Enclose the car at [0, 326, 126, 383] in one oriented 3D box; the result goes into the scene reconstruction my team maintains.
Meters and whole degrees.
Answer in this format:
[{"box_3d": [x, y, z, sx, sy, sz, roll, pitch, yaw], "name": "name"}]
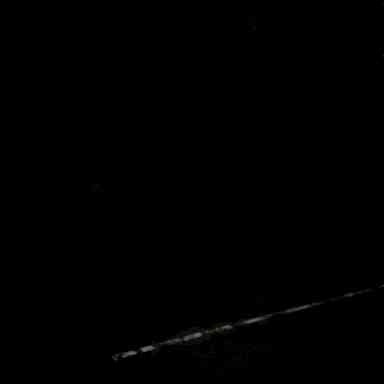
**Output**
[{"box_3d": [-2.729, 1.480, 1.503, 5.008, 1.535, 1.882, 0, 0, -34], "name": "car"}]
